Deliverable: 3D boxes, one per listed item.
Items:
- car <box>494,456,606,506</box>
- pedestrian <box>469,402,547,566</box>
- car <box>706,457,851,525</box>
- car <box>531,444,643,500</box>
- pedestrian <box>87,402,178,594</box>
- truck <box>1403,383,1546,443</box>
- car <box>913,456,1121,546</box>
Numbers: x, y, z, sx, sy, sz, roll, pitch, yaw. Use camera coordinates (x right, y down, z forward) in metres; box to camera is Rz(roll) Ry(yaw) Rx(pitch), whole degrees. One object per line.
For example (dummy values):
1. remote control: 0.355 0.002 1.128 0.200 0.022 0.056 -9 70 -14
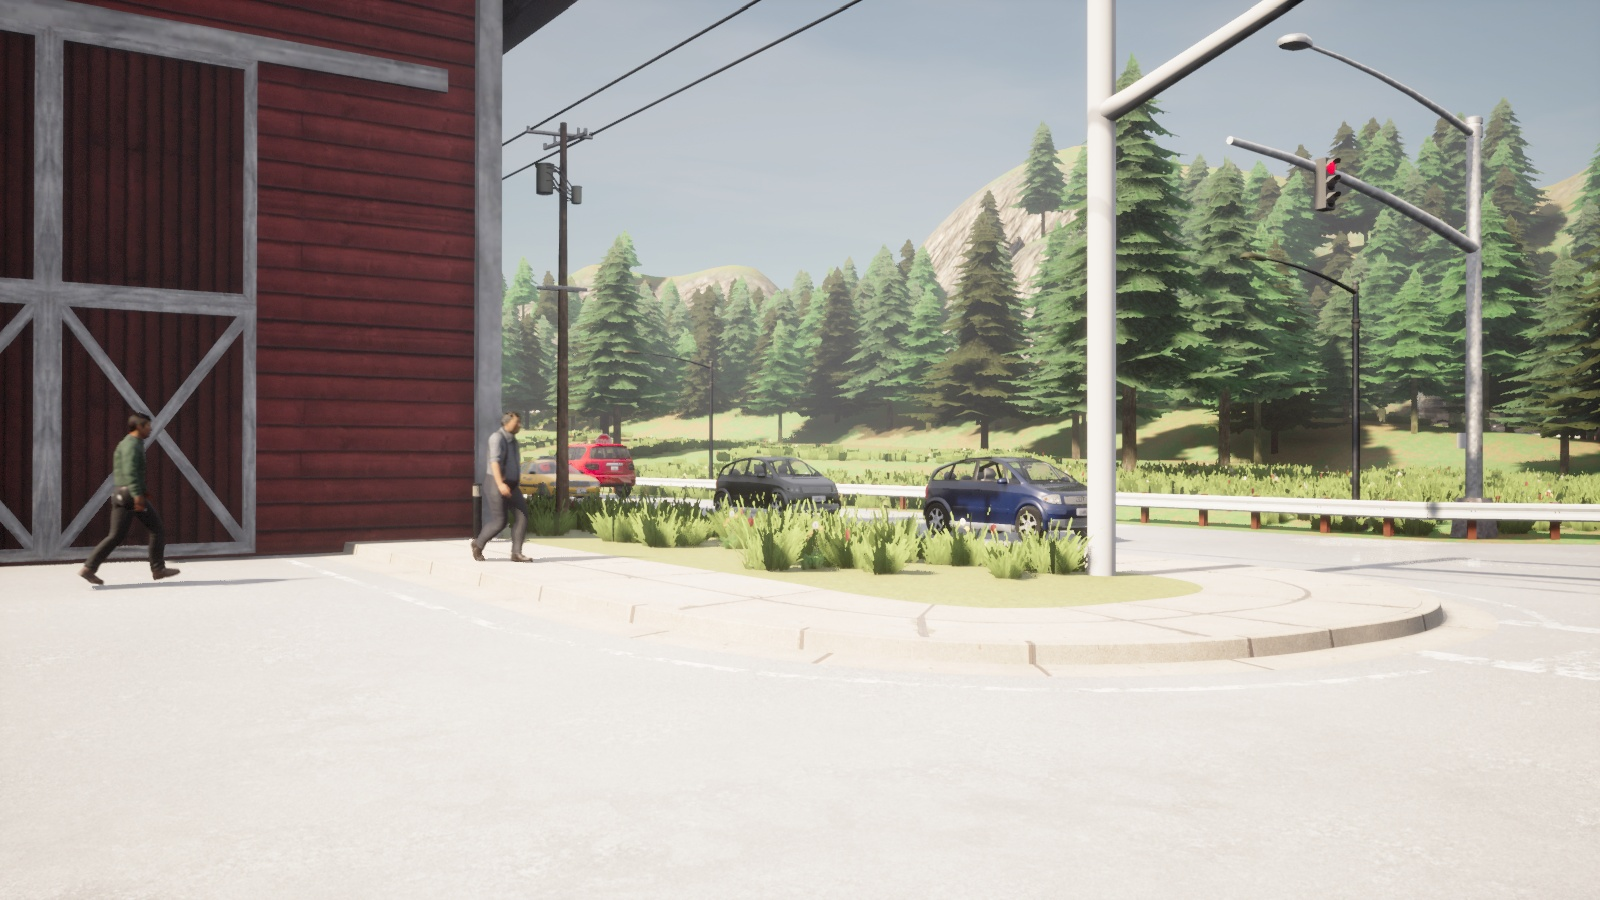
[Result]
1. car: -8.511 0.999 42.370 1.801 1.575 5.366 0 0 -34
2. pedestrian: -3.387 0.389 14.561 0.694 1.848 0.540 0 0 24
3. car: -0.572 0.945 30.515 1.789 1.549 3.705 0 0 -34
4. car: -8.286 0.815 48.326 2.150 2.045 5.566 0 0 -34
5. pedestrian: -7.007 0.493 13.193 0.788 1.949 0.423 0 0 -37
6. truck: 46.457 -2.520 86.743 7.936 3.462 2.891 5 1 14
7. car: 4.008 0.891 23.679 1.789 1.549 3.705 0 0 -34
